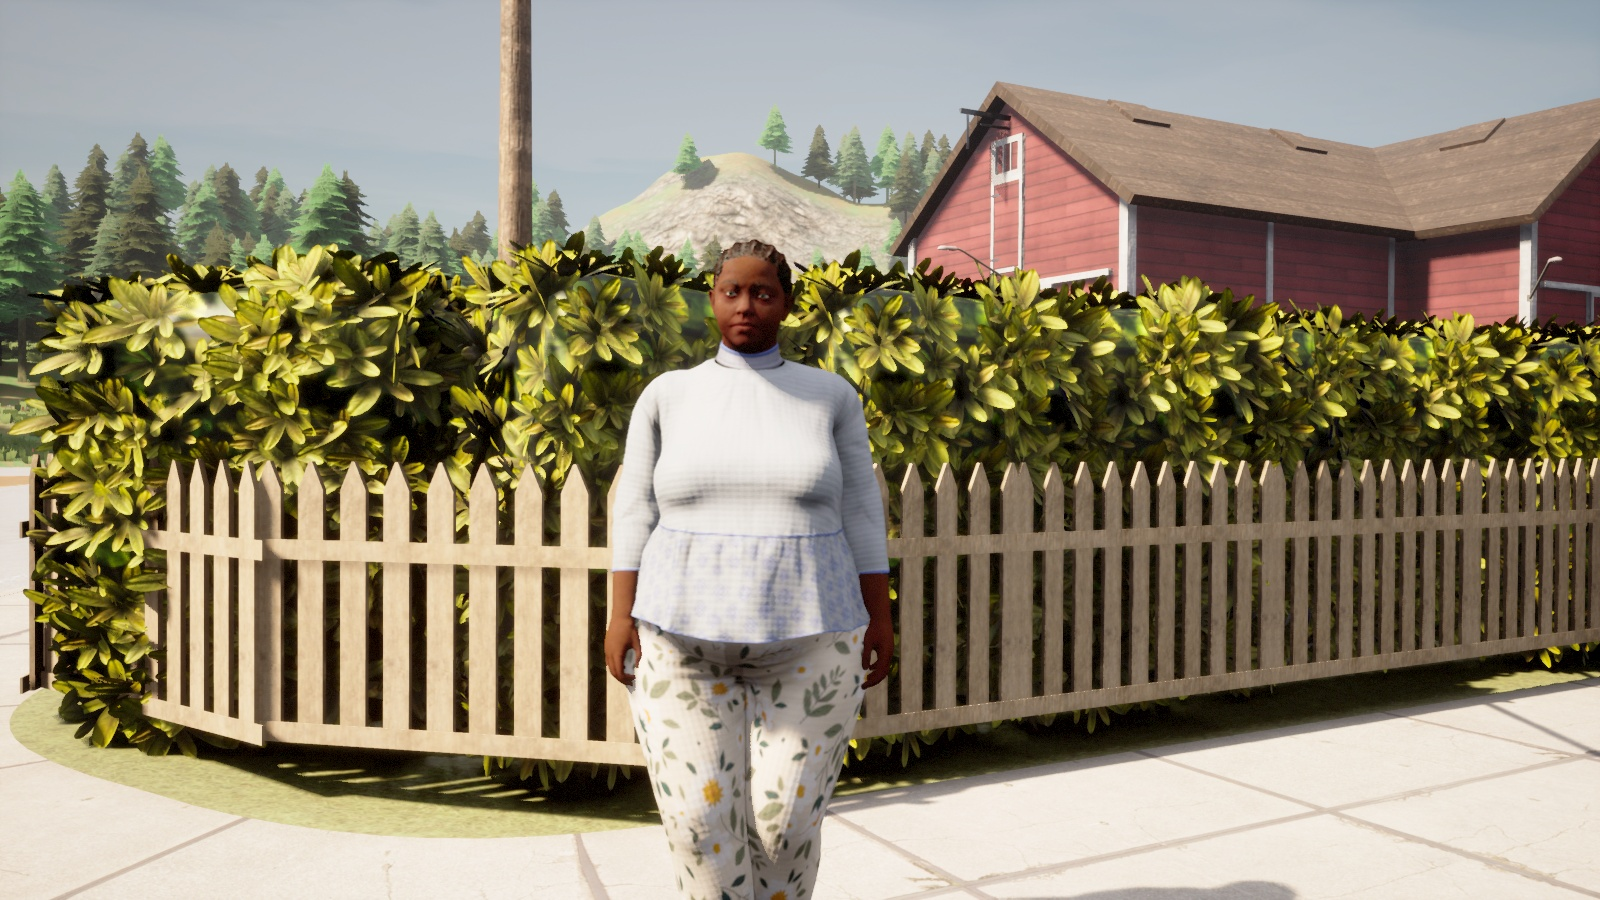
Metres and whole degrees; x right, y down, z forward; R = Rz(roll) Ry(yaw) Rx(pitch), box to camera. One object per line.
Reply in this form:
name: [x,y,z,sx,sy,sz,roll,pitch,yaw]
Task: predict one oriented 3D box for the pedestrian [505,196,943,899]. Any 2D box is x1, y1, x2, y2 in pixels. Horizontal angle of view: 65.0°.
pedestrian: [-0.116,0.422,3.000,0.874,1.855,0.900,-1,1,5]
